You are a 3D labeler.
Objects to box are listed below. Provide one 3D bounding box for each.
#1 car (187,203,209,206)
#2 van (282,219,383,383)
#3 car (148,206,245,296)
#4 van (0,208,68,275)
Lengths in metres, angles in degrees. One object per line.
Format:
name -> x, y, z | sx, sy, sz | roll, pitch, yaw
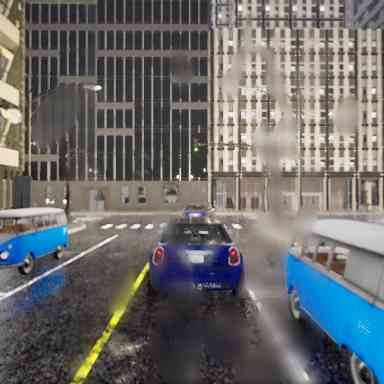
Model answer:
car -> 0.470, 1.543, 22.869 | 2.097, 1.767, 4.553 | 0, 0, 7
van -> 2.564, 1.382, 4.798 | 1.690, 1.788, 3.998 | 0, 0, 0
car -> 0.091, 1.429, 8.998 | 2.097, 1.767, 4.553 | 0, -1, 0
van -> -5.323, 1.431, 10.473 | 1.690, 1.788, 3.998 | 0, 0, 0
